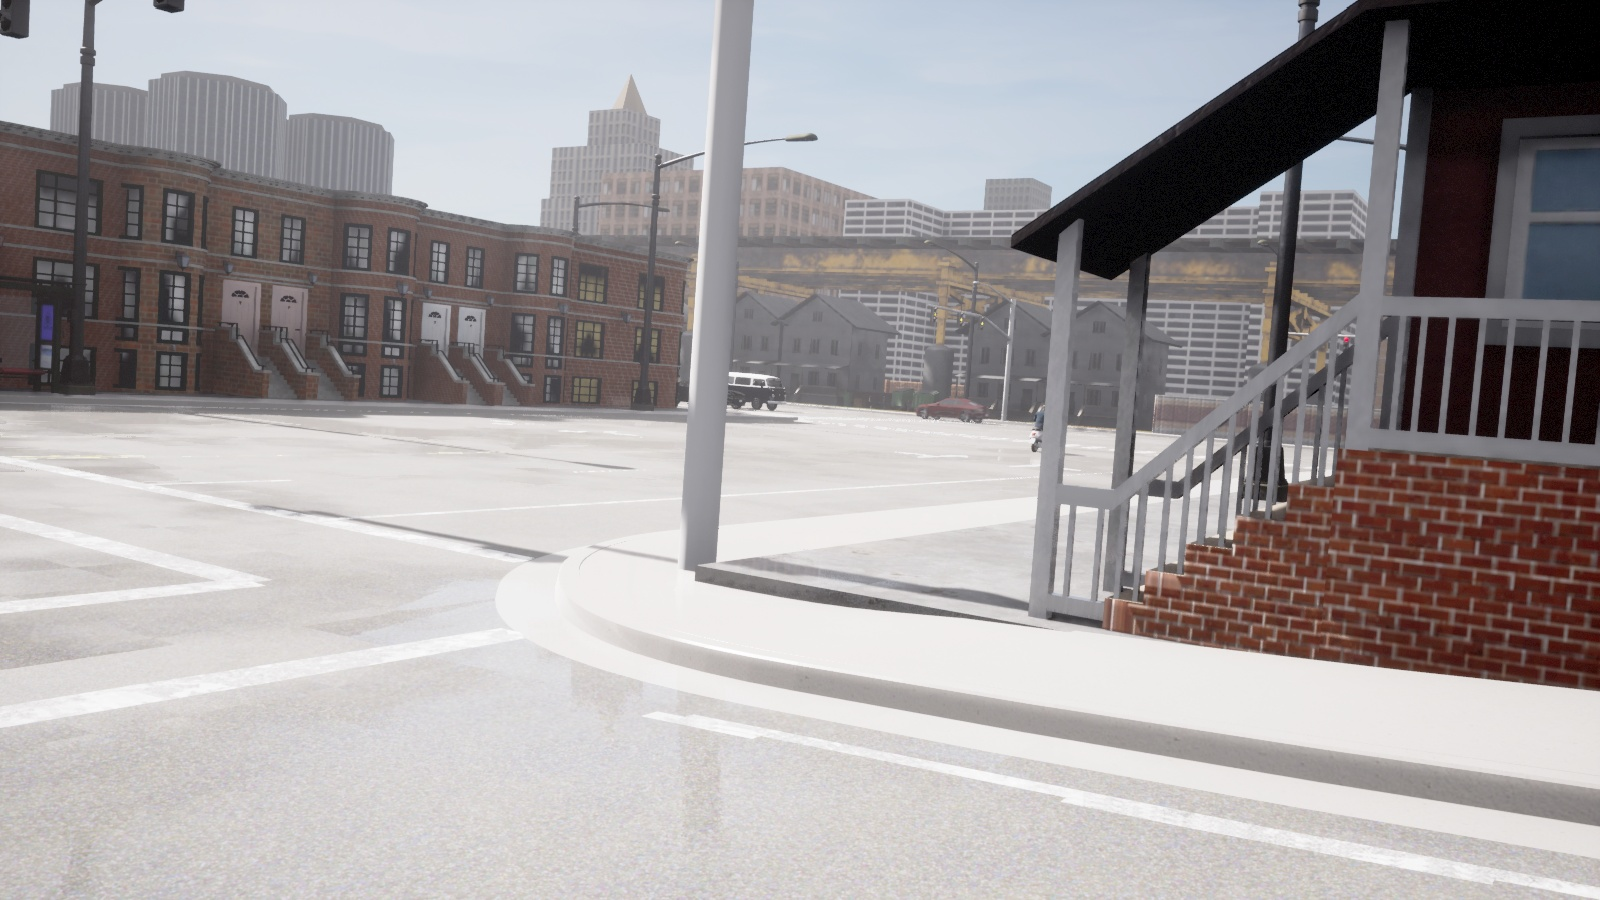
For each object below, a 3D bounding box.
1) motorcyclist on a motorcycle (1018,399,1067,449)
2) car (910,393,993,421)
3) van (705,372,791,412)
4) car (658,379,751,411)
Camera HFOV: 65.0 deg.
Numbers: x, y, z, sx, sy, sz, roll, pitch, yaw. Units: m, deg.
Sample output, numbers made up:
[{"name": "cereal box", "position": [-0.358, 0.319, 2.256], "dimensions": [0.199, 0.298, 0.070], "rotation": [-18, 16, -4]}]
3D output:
[{"name": "motorcyclist on a motorcycle", "position": [8.088, -0.857, 41.773], "dimensions": [0.866, 1.590, 1.817], "rotation": [5, 4, 34]}, {"name": "car", "position": [9.261, -2.644, 76.980], "dimensions": [4.674, 1.442, 1.812], "rotation": [5, 4, 34]}, {"name": "van", "position": [-3.011, -3.350, 72.557], "dimensions": [4.480, 2.038, 2.069], "rotation": [5, 4, 34]}, {"name": "car", "position": [-5.335, -3.072, 69.899], "dimensions": [5.008, 1.535, 1.882], "rotation": [5, 4, 34]}]
